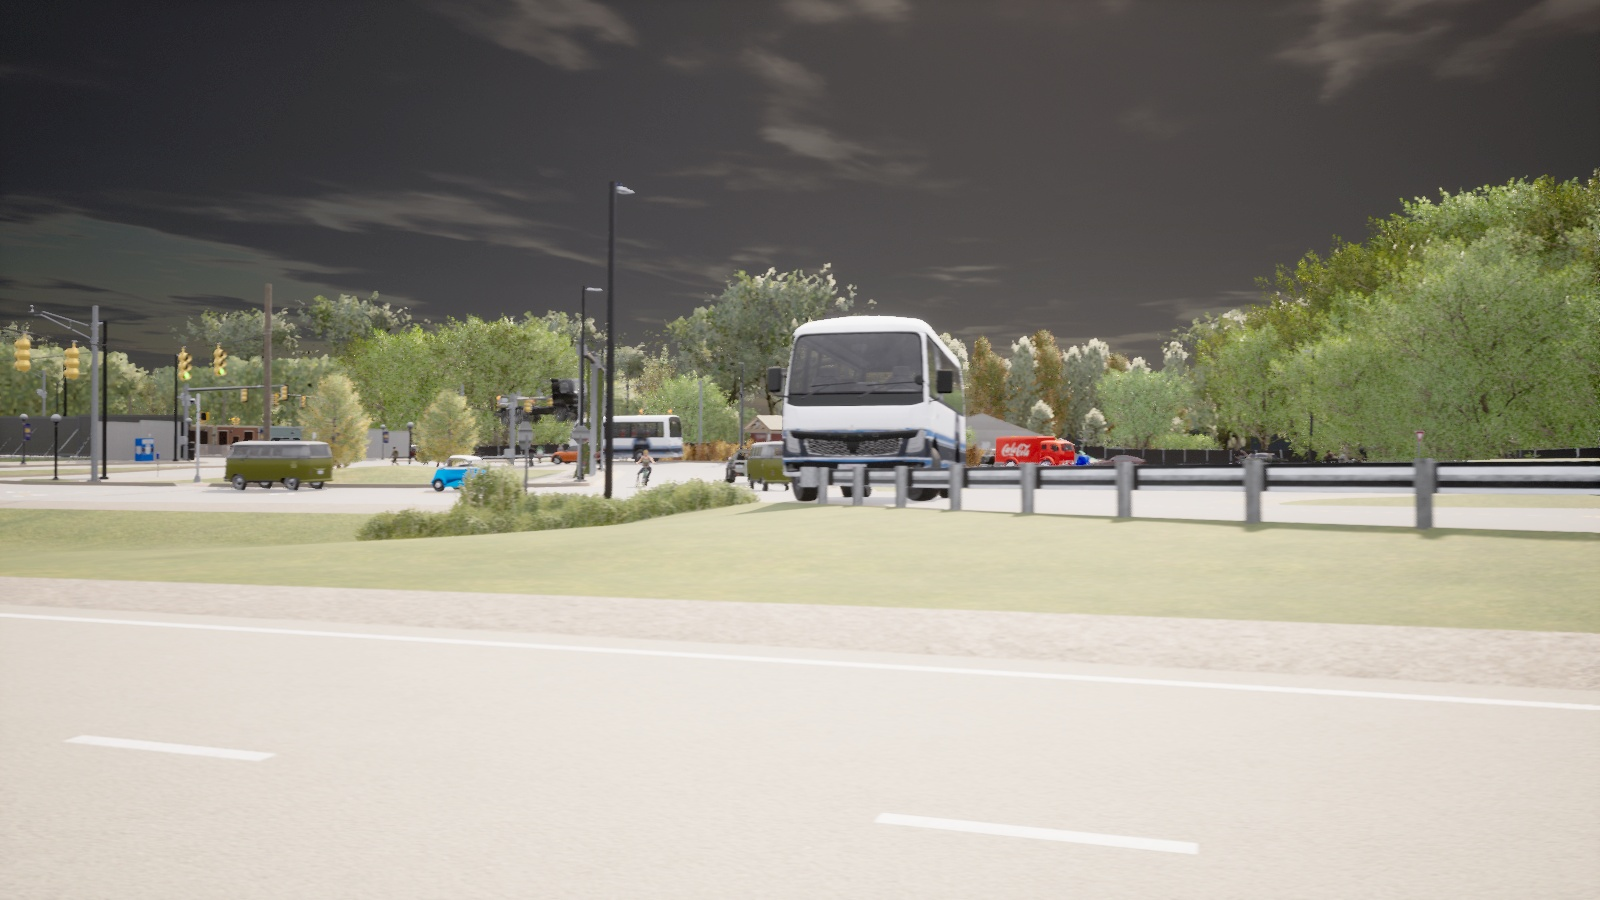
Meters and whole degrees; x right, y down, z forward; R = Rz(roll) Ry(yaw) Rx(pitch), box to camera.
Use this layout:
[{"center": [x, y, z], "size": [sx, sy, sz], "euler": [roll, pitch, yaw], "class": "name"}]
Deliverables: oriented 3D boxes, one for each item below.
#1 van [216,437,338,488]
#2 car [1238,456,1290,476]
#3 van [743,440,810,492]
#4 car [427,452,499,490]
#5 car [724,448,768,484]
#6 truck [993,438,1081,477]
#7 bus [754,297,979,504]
[{"center": [-21.134, 0.466, 50.758], "size": [4.442, 1.987, 1.775], "euler": [0, 1, 18], "class": "van"}, {"center": [32.353, 1.099, 87.545], "size": [1.895, 1.301, 4.718], "euler": [1, 1, 40], "class": "car"}, {"center": [-0.992, 0.649, 50.672], "size": [1.775, 1.987, 4.442], "euler": [1, -1, -13], "class": "van"}, {"center": [-12.888, 0.782, 48.046], "size": [2.207, 1.376, 1.481], "euler": [0, 1, 19], "class": "car"}, {"center": [-2.916, 0.834, 67.147], "size": [1.932, 1.855, 4.605], "euler": [1, 0, -8], "class": "car"}, {"center": [15.783, 0.447, 83.698], "size": [5.204, 2.467, 2.627], "euler": [1, 1, 45], "class": "truck"}, {"center": [2.079, -0.884, 31.191], "size": [3.944, 4.253, 10.273], "euler": [0, -2, 12], "class": "bus"}]
